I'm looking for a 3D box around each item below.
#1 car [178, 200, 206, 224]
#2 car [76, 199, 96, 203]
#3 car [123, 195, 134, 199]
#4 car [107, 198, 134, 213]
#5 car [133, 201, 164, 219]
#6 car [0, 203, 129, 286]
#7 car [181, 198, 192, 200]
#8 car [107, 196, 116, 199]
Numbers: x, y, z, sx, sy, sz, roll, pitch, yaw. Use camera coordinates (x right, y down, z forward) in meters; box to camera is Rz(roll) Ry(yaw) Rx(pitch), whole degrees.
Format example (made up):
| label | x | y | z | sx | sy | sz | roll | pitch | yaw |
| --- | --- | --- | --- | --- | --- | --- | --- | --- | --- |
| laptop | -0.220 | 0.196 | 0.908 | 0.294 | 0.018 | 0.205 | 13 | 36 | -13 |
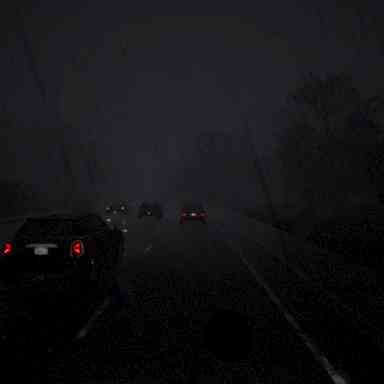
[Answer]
| label | x | y | z | sx | sy | sz | roll | pitch | yaw |
| --- | --- | --- | --- | --- | --- | --- | --- | --- | --- |
| car | 0.037 | 1.565 | 24.811 | 2.033 | 1.411 | 5.357 | 0 | 0 | -1 |
| car | -10.922 | 1.527 | 33.901 | 1.837 | 1.490 | 4.892 | 0 | 0 | -2 |
| car | -14.365 | 1.460 | 75.010 | 1.882 | 1.535 | 5.008 | 0 | 0 | -19 |
| car | -7.410 | 1.624 | 33.871 | 1.895 | 1.301 | 4.718 | 0 | 0 | -2 |
| car | -3.565 | 1.512 | 29.422 | 2.128 | 1.511 | 4.902 | 0 | 0 | -1 |
| car | -3.397 | 1.359 | 9.616 | 2.097 | 1.767 | 4.553 | 0 | 0 | 0 |
| car | -0.761 | 1.524 | 42.984 | 2.128 | 1.511 | 4.902 | 0 | 0 | -5 |
| car | -17.611 | 1.580 | 73.696 | 1.895 | 1.301 | 4.718 | 0 | 0 | -19 |
